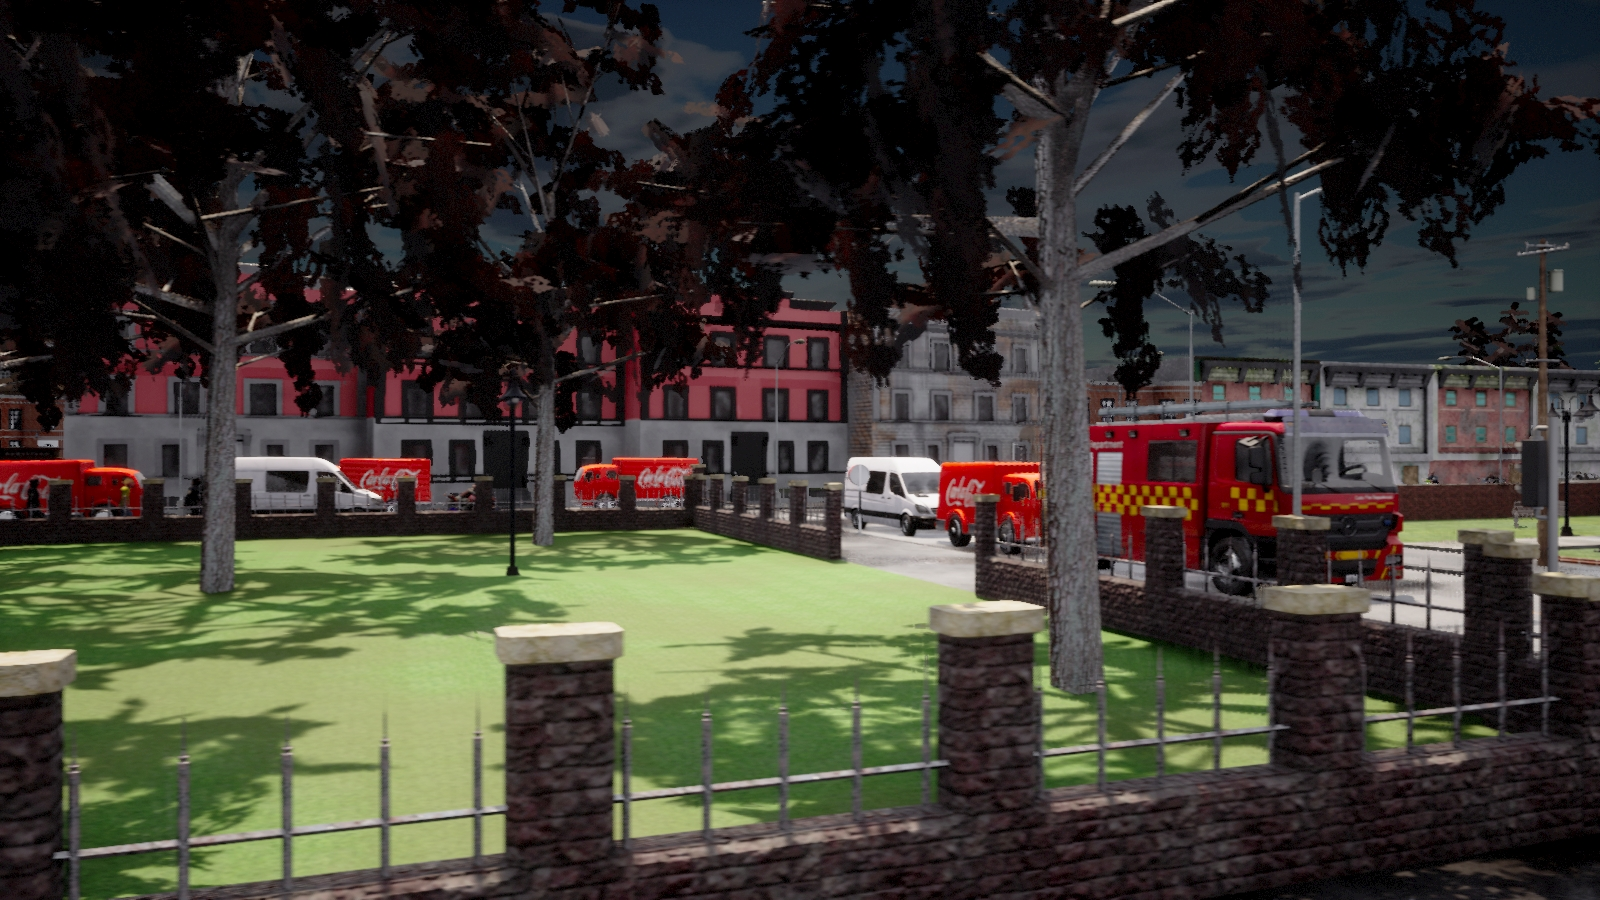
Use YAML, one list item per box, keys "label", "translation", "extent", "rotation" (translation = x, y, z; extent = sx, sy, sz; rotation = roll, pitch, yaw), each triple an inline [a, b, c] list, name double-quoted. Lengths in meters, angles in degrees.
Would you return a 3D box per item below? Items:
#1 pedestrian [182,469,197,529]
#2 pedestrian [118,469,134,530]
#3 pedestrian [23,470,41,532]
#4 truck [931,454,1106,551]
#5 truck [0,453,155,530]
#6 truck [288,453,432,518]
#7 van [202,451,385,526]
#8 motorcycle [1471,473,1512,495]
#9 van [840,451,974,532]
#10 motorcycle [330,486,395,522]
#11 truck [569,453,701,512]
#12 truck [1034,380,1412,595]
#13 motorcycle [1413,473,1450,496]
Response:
- label: "pedestrian"
  translation: [-19.092, 1.526, 35.724]
  extent: [0.375, 1.860, 0.375]
  rotation: [0, 0, -19]
- label: "pedestrian"
  translation: [-20.720, 1.524, 35.138]
  extent: [0.375, 1.860, 0.375]
  rotation: [0, 0, -21]
- label: "pedestrian"
  translation: [-23.065, 1.525, 34.302]
  extent: [0.375, 1.860, 0.375]
  rotation: [0, 0, -20]
- label: "truck"
  translation: [6.011, 1.348, 32.236]
  extent: [2.627, 2.467, 5.204]
  rotation: [0, 0, -19]
- label: "truck"
  translation: [-25.025, 1.348, 38.678]
  extent: [5.204, 2.467, 2.627]
  rotation: [0, 0, -20]
- label: "truck"
  translation: [-17.509, 1.348, 45.661]
  extent: [5.204, 2.467, 2.627]
  rotation: [0, 0, -20]
- label: "van"
  translation: [-18.101, 1.314, 41.207]
  extent: [5.915, 2.561, 1.988]
  rotation: [0, 0, -20]
- label: "motorcycle"
  translation: [40.290, 1.985, 66.589]
  extent: [2.209, 1.251, 0.867]
  rotation: [0, 0, -20]
- label: "van"
  translation: [3.546, 1.314, 39.258]
  extent: [1.988, 2.561, 5.915]
  rotation: [0, 0, -23]
- label: "motorcycle"
  translation: [-16.043, 1.985, 41.944]
  extent: [2.209, 1.251, 0.867]
  rotation: [0, 0, -20]
- label: "truck"
  translation: [-7.154, 1.348, 49.417]
  extent: [5.204, 2.467, 2.627]
  rotation: [0, 0, -20]
- label: "truck"
  translation: [8.617, 0.671, 24.829]
  extent: [2.891, 3.827, 8.468]
  rotation: [0, 0, -20]
- label: "motorcycle"
  translation: [35.931, 1.962, 65.006]
  extent: [1.805, 1.236, 0.856]
  rotation: [0, 0, -20]
